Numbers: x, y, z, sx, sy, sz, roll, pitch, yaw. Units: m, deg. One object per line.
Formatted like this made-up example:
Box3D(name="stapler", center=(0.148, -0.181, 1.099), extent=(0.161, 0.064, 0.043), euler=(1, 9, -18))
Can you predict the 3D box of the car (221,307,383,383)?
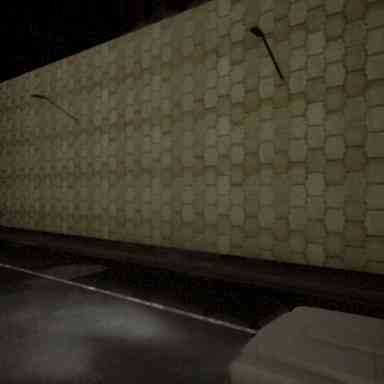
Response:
Box3D(name="car", center=(2.555, 1.603, 2.170), extent=(4.718, 1.301, 1.895), euler=(0, 0, 35))
